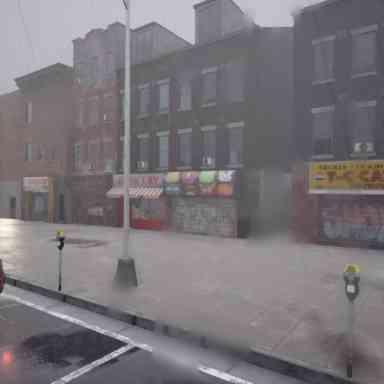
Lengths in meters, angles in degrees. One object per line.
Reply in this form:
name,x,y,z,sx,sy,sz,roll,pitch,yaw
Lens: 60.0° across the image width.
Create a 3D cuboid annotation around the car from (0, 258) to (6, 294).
car,-5.735,1.529,7.061,4.674,1.442,1.812,0,0,36
